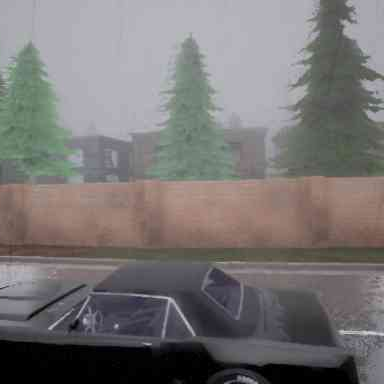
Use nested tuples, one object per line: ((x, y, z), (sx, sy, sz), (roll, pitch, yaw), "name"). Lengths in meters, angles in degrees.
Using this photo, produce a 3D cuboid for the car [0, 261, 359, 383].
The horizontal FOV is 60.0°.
((-0.762, 1.578, 4.045), (4.718, 1.301, 1.895), (-1, 0, 10), "car")
